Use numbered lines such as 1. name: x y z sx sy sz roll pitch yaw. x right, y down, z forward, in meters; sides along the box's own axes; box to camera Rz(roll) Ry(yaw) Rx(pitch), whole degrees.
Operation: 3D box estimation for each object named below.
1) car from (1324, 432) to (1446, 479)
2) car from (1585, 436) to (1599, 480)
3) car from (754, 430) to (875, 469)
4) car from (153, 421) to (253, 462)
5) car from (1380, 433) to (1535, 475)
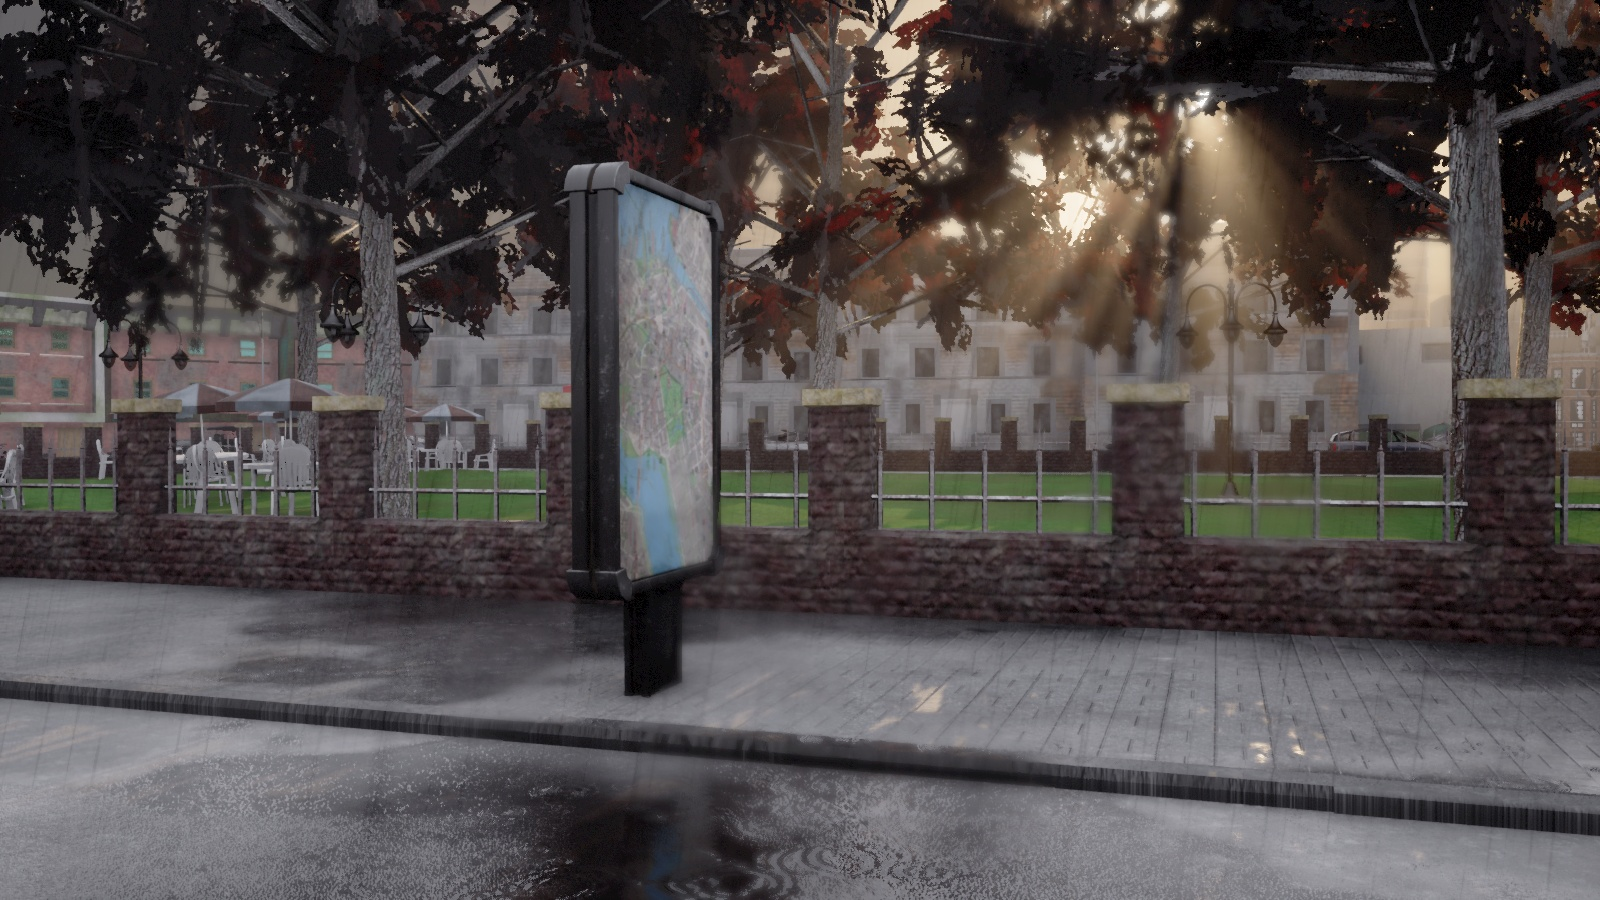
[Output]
1. car: 20.682 0.165 44.552 3.705 1.549 1.789 1 1 18
2. car: 28.829 0.278 41.844 4.193 1.474 1.816 1 1 18
3. car: 0.612 -0.044 51.211 4.514 1.525 2.007 1 1 18
4. car: -27.954 -0.423 58.875 3.866 1.878 1.905 -1 1 -40
5. car: 24.728 0.116 47.423 4.902 1.511 2.128 1 1 18
